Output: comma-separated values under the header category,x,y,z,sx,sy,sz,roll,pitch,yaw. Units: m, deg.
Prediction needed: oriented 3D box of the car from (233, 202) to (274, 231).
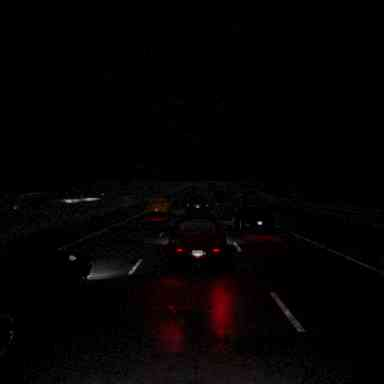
category,x,y,z,sx,sy,sz,roll,pitch,yaw
car,3.683,1.380,20.219,1.837,1.490,4.892,0,1,1

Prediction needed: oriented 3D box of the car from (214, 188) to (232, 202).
category,x,y,z,sx,sy,sz,roll,pitch,yaw
car,4.822,0.619,53.856,2.097,1.767,4.553,0,2,3

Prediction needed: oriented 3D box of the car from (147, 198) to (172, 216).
category,x,y,z,sx,sy,sz,roll,pitch,yaw
car,-2.946,1.297,30.601,1.882,1.535,5.008,0,1,2

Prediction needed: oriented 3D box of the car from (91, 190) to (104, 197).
category,x,y,z,sx,sy,sz,roll,pitch,yaw
car,-19.029,0.194,67.305,1.994,1.385,4.181,0,2,3

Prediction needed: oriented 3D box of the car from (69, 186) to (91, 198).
category,x,y,z,sx,sy,sz,roll,pitch,yaw
car,-22.035,-0.112,64.813,2.150,2.045,5.566,0,2,0

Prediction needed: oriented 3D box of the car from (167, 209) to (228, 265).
category,x,y,z,sx,sy,sz,roll,pitch,yaw
car,0.185,1.522,11.512,1.812,1.442,4.674,0,0,1

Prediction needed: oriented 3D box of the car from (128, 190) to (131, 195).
category,x,y,z,sx,sy,sz,roll,pitch,yaw
car,-15.119,0.164,75.081,1.994,1.385,4.181,0,2,3

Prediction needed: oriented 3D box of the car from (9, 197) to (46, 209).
category,x,y,z,sx,sy,sz,roll,pitch,yaw
car,-17.027,1.246,34.608,2.128,1.511,4.902,0,1,2

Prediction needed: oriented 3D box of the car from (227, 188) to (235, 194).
category,x,y,z,sx,sy,sz,roll,pitch,yaw
car,9.938,-0.309,85.095,1.812,1.442,4.674,0,2,3

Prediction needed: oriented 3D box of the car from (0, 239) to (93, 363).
category,x,y,z,sx,sy,sz,roll,pitch,yaw
car,-3.368,1.547,5.728,2.033,1.411,5.357,0,0,0

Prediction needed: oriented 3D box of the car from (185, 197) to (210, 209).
category,x,y,z,sx,sy,sz,roll,pitch,yaw
car,0.513,1.197,28.943,2.097,1.767,4.553,0,1,1

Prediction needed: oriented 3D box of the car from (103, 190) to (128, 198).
category,x,y,z,sx,sy,sz,roll,pitch,yaw
car,-12.669,0.722,55.555,1.882,1.535,5.008,0,2,3

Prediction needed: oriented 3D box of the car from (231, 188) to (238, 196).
category,x,y,z,sx,sy,sz,roll,pitch,yaw
car,9.283,0.047,75.062,1.837,1.490,4.892,0,2,5

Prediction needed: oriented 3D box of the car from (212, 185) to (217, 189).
category,x,y,z,sx,sy,sz,roll,pitch,yaw
car,6.249,-0.151,81.587,1.882,1.535,5.008,0,2,3
